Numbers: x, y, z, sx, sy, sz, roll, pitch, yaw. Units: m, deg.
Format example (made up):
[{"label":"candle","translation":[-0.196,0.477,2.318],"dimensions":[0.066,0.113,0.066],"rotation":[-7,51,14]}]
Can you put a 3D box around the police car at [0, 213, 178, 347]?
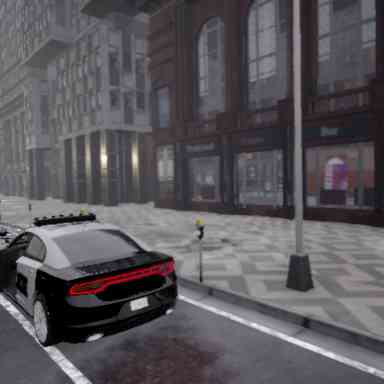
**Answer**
[{"label":"police car","translation":[-2.423,1.243,6.303],"dimensions":[1.930,1.638,5.238],"rotation":[-3,3,-42]}]
